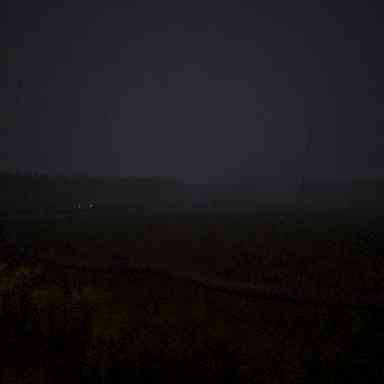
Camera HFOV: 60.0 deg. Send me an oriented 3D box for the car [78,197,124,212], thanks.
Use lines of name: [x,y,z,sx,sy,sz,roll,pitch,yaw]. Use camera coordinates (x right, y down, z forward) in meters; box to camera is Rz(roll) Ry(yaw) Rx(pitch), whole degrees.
car: [-8.881,1.320,32.610,2.097,1.767,4.553,0,0,36]

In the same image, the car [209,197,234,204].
car: [4.072,1.407,45.664,2.033,1.411,5.357,0,1,30]
